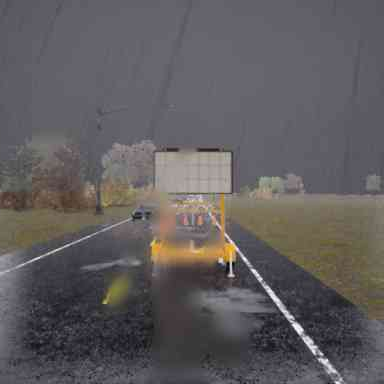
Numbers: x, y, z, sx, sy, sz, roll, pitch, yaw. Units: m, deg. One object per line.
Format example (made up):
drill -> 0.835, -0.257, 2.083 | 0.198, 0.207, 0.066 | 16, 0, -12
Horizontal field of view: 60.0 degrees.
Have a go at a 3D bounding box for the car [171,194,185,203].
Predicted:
car -> -3.033, 1.396, 67.481 | 2.097, 1.767, 4.553 | 0, 0, 1

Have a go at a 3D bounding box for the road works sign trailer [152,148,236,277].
road works sign trailer -> 0.031, 0.468, 10.241 | 2.380, 3.560, 2.880 | 0, 0, -1

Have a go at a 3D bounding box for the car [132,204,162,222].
car -> -3.518, 1.614, 26.466 | 1.895, 1.301, 4.718 | 0, 0, 0

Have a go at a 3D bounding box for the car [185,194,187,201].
car -> -2.651, 1.327, 90.266 | 2.150, 2.045, 5.566 | 0, 0, 1
